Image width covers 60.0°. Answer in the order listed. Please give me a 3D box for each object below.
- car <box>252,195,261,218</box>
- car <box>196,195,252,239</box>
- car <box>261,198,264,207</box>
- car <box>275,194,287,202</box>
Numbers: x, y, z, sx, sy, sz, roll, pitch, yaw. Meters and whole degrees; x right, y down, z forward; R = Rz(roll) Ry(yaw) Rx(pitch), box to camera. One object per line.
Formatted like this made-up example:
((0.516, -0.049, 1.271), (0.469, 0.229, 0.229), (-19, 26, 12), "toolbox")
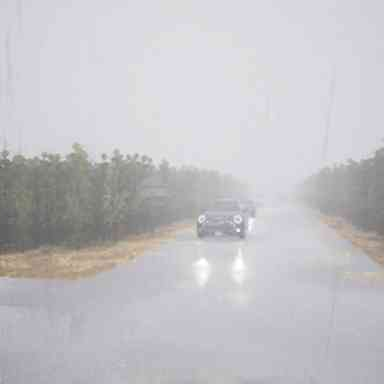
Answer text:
((3.991, 1.178, 25.804), (1.994, 1.385, 4.181), (-1, 1, 14), "car")
((1.597, 1.142, 16.105), (2.097, 1.767, 4.553), (-1, 0, 13), "car")
((7.352, 1.036, 39.030), (1.812, 1.442, 4.674), (-1, 0, 14), "car")
((15.288, 1.025, 57.071), (2.033, 1.411, 5.357), (-1, 0, 14), "car")
